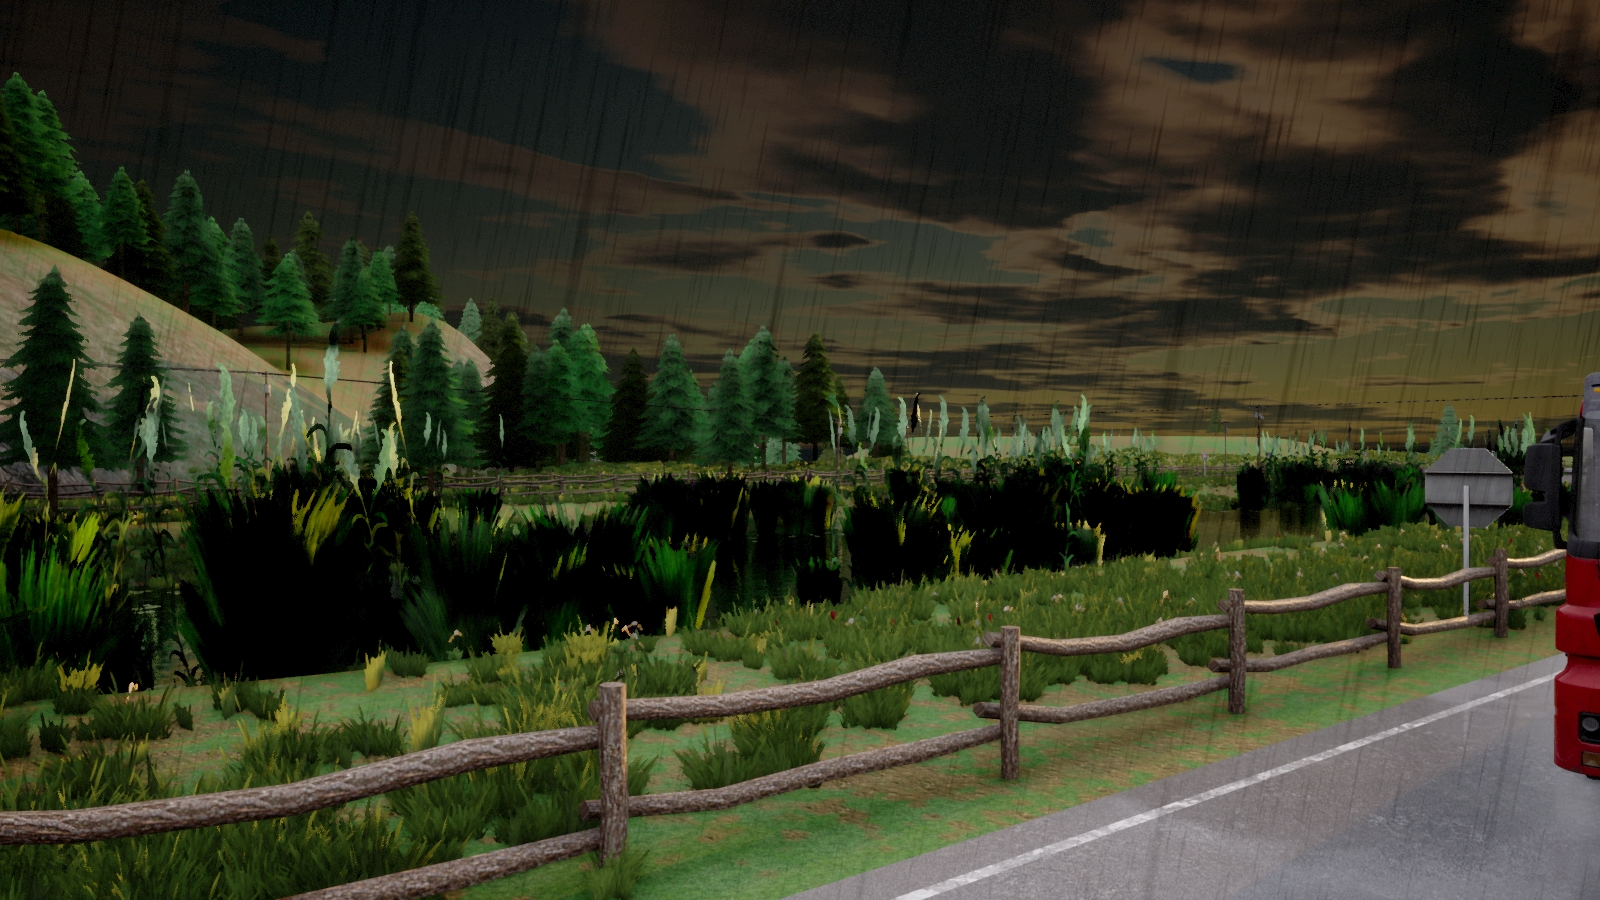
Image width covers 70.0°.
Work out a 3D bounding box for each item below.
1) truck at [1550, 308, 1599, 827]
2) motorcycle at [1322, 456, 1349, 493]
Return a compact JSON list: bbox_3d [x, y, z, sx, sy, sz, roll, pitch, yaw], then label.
[{"bbox_3d":[9.489,0.862,10.940,2.891,3.827,8.468,0,0,40],"label":"truck"},{"bbox_3d":[34.929,1.577,74.481,2.033,2.348,0.803,0,0,-39],"label":"motorcycle"}]
